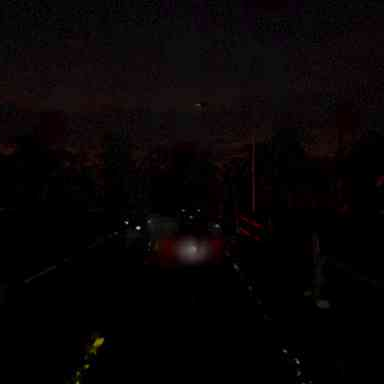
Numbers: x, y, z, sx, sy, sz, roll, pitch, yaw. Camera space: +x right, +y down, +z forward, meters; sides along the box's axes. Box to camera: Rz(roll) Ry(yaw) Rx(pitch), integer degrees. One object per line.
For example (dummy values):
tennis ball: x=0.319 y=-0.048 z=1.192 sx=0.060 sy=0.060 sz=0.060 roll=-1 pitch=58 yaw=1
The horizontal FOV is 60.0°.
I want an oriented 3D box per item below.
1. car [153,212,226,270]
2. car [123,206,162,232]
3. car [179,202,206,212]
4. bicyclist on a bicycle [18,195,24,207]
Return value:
car: x=0.015 y=1.574 z=11.146 sx=1.994 sy=1.385 sz=4.181 roll=0 pitch=0 yaw=0
car: x=-2.915 y=1.568 z=20.718 sx=2.033 sy=1.411 sz=5.357 roll=0 pitch=0 yaw=0
car: x=0.013 y=1.517 z=25.647 sx=2.128 sy=1.511 sz=4.902 roll=0 pitch=0 yaw=2
bicyclist on a bicycle: x=-22.680 y=1.230 z=44.091 sx=0.582 sy=1.620 sz=1.656 roll=1 pitch=0 yaw=0
